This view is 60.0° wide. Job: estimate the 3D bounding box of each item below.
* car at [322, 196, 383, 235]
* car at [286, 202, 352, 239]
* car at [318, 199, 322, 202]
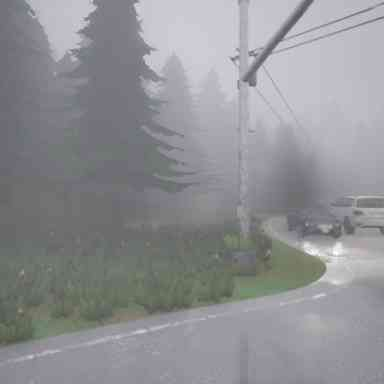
[{"bbox_3d":[9.542,1.240,19.273,2.150,2.045,5.566,0,0,7],"label":"car"},{"bbox_3d":[6.285,1.512,17.690,2.128,1.511,4.902,0,0,4],"label":"car"},{"bbox_3d":[14.852,1.366,35.987,4.553,1.767,2.097,0,0,-40],"label":"car"}]
